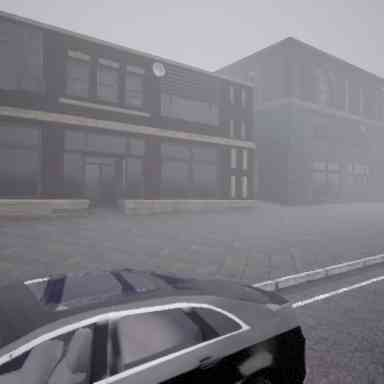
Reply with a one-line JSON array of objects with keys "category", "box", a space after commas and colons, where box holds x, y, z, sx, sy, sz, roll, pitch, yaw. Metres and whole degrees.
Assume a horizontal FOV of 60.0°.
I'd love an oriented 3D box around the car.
[{"category": "car", "box": [-1.137, 1.491, 2.565, 4.902, 1.511, 2.128, 0, 0, -36]}]
